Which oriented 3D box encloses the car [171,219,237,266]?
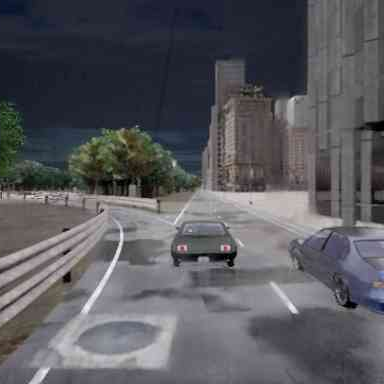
[{"bbox_3d":[0.375,1.586,11.494,1.895,1.301,4.718,0,0,1],"label":"car"}]

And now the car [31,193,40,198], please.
[{"bbox_3d":[-32.602,0.900,69.059,1.895,1.301,4.718,-1,1,-38],"label":"car"}]

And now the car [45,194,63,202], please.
[{"bbox_3d":[-25.617,1.090,61.524,1.837,1.490,4.892,-1,1,-45],"label":"car"}]

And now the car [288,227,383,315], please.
[{"bbox_3d":[3.801,1.525,7.766,2.033,1.411,5.357,0,0,1],"label":"car"}]
